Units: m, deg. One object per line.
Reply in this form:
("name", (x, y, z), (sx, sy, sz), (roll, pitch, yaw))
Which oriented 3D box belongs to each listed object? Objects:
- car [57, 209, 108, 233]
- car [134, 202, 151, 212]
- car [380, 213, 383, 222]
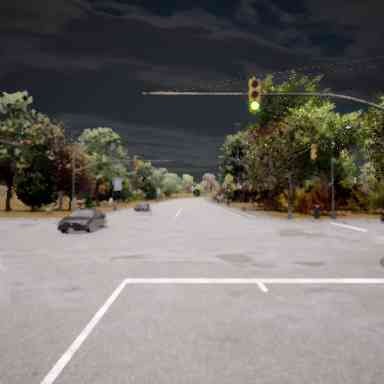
("car", (-7.011, 1.820, 21.932), (2.033, 1.411, 5.357), (0, -1, 0))
("car", (-7.026, 2.149, 47.480), (1.994, 1.385, 4.181), (0, -1, 0))
("car", (17.686, 1.808, 26.410), (5.008, 1.535, 1.882), (-1, -1, 3))
